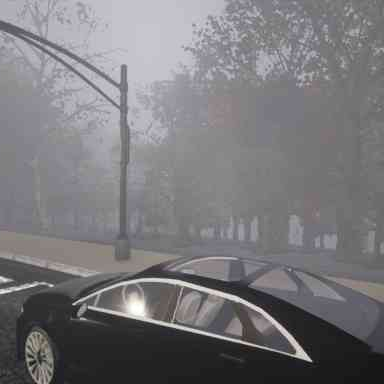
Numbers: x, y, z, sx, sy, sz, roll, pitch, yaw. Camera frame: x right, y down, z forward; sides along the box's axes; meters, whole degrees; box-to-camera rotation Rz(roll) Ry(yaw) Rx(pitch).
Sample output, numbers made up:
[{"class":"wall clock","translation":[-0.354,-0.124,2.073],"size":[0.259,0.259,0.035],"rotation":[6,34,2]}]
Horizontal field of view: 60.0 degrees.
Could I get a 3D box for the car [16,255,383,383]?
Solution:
[{"class":"car","translation":[-0.006,1.491,3.705],"size":[4.902,1.511,2.128],"rotation":[0,0,34]}]
